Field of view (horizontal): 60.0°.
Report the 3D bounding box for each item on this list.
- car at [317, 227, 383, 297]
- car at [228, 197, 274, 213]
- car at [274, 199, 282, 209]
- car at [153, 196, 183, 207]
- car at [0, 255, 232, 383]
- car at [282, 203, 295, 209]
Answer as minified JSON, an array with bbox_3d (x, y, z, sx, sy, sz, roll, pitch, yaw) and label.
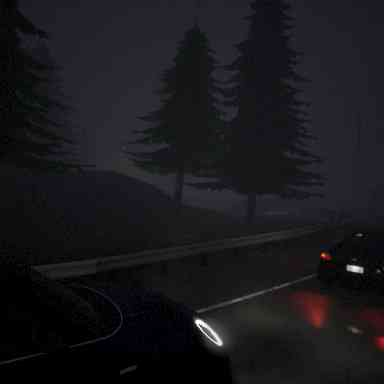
[{"bbox_3d":[4.878,1.564,8.219,4.181,1.385,1.994,0,0,-42],"label":"car"},{"bbox_3d":[6.268,1.527,36.948,4.674,1.442,1.812,0,0,35],"label":"car"},{"bbox_3d":[7.775,1.492,40.162,4.902,1.511,2.128,0,0,35],"label":"car"},{"bbox_3d":[-3.717,1.424,56.698,4.902,1.511,2.128,0,0,35],"label":"car"},{"bbox_3d":[-1.819,1.352,2.744,4.553,1.767,2.097,0,0,-36],"label":"car"},{"bbox_3d":[11.695,1.477,45.963,5.008,1.535,1.882,0,0,35],"label":"car"}]
